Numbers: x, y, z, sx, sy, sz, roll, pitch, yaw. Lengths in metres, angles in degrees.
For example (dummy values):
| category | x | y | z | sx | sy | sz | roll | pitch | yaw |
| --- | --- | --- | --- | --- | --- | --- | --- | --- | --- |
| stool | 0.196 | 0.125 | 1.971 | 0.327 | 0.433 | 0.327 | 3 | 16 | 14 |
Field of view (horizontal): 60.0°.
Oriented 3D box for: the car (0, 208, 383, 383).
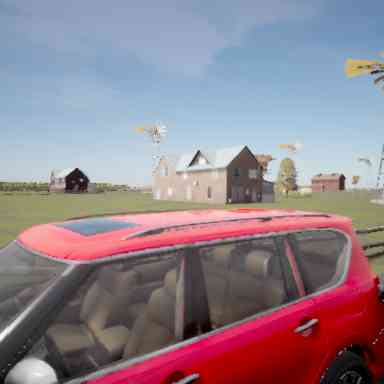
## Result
| category | x | y | z | sx | sy | sz | roll | pitch | yaw |
| --- | --- | --- | --- | --- | --- | --- | --- | --- | --- |
| car | -0.595 | 1.217 | 2.661 | 5.566 | 2.045 | 2.150 | 0 | 0 | -36 |
